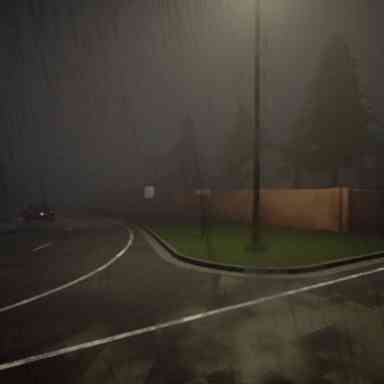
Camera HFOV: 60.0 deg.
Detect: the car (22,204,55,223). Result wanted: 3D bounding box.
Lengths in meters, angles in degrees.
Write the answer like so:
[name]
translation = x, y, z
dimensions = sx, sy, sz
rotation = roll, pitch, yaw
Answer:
[car]
translation = -12.205, 1.619, 26.473
dimensions = 1.994, 1.385, 4.181
rotation = 1, 0, -31
